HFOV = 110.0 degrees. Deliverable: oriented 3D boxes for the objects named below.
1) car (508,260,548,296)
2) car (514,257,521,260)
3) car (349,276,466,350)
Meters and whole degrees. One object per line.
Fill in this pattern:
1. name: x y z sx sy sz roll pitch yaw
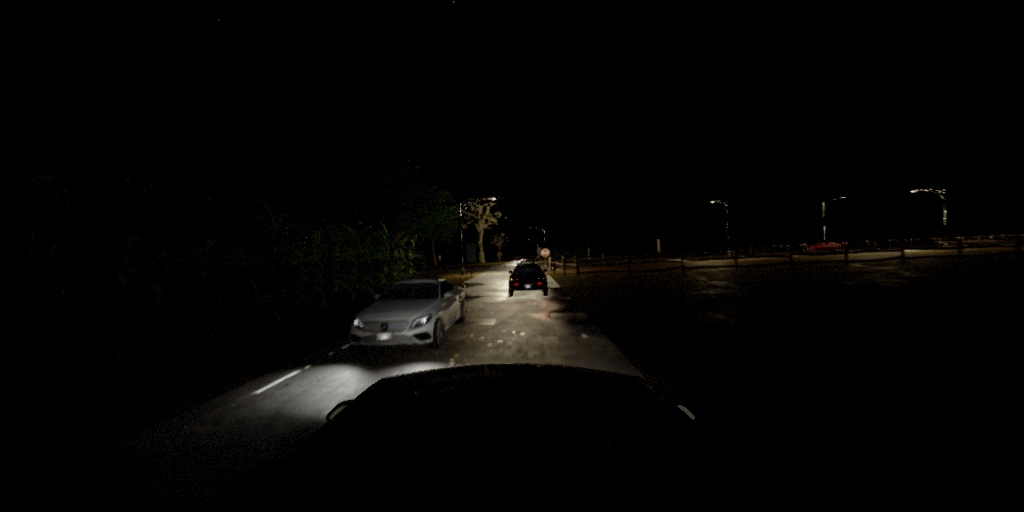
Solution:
1. car: 0.807 1.106 17.970 1.812 1.442 4.674 -2 0 3
2. car: 1.436 1.009 31.990 1.994 1.385 4.181 -2 0 3
3. car: -2.405 1.294 9.366 1.812 1.442 4.674 -2 0 3
